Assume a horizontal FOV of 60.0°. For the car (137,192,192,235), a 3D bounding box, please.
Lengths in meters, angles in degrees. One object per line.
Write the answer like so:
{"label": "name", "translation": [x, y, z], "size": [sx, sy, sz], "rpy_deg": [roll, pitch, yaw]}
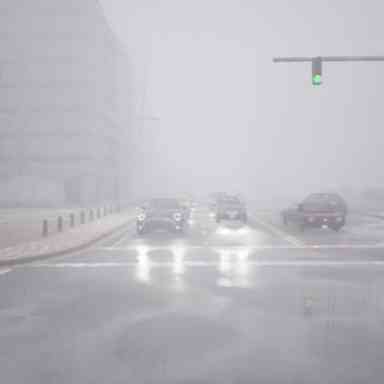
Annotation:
{"label": "car", "translation": [-1.335, 1.058, 16.515], "size": [2.097, 1.767, 4.553], "rpy_deg": [-1, 1, 3]}

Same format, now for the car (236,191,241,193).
{"label": "car", "translation": [6.357, 0.561, 48.025], "size": [1.812, 1.442, 4.674], "rpy_deg": [-1, 1, 1]}

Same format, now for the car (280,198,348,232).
{"label": "car", "translation": [5.952, 1.208, 17.067], "size": [1.895, 1.301, 4.718], "rpy_deg": [-1, 1, 1]}

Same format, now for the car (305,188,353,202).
{"label": "car", "translation": [9.569, 0.778, 24.562], "size": [2.097, 1.767, 4.553], "rpy_deg": [-1, 1, 1]}

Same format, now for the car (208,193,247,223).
{"label": "car", "translation": [2.313, 1.067, 21.197], "size": [2.128, 1.511, 4.902], "rpy_deg": [-1, 1, 1]}

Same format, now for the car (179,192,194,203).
{"label": "car", "translation": [-0.682, 0.727, 45.695], "size": [1.994, 1.385, 4.181], "rpy_deg": [-1, 1, 1]}

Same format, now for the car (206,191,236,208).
{"label": "car", "translation": [2.480, 0.760, 30.233], "size": [2.097, 1.767, 4.553], "rpy_deg": [-1, 1, 1]}

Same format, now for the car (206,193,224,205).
{"label": "car", "translation": [2.725, 0.820, 40.388], "size": [1.895, 1.301, 4.718], "rpy_deg": [-1, 1, 1]}
